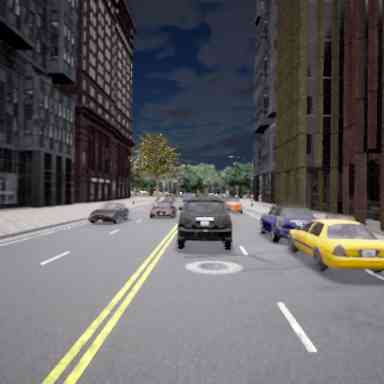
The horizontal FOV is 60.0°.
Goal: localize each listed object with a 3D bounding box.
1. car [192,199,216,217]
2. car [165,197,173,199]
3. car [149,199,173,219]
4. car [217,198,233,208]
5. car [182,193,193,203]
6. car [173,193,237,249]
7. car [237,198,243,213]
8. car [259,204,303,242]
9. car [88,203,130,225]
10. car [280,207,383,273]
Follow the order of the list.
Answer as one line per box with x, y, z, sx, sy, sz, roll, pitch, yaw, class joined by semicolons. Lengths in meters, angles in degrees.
1.192;1.534;33.156;2.128;1.511;4.902;1;0;2;car
-4.320;1.572;65.062;1.994;1.385;4.181;1;0;2;car
-2.421;1.558;28.508;1.994;1.385;4.181;1;0;2;car
4.965;1.652;51.132;2.033;1.411;5.357;1;0;2;car
-0.875;1.266;70.187;2.150;2.045;5.566;1;0;2;car
0.564;1.242;14.912;2.150;2.045;5.566;1;0;2;car
4.546;1.441;38.056;2.097;1.767;4.553;1;0;2;car
4.753;1.426;16.736;2.097;1.767;4.553;1;0;2;car
-5.825;1.496;24.142;2.033;1.411;5.357;1;0;2;car
4.551;1.522;10.959;1.801;1.575;5.366;1;0;2;car
